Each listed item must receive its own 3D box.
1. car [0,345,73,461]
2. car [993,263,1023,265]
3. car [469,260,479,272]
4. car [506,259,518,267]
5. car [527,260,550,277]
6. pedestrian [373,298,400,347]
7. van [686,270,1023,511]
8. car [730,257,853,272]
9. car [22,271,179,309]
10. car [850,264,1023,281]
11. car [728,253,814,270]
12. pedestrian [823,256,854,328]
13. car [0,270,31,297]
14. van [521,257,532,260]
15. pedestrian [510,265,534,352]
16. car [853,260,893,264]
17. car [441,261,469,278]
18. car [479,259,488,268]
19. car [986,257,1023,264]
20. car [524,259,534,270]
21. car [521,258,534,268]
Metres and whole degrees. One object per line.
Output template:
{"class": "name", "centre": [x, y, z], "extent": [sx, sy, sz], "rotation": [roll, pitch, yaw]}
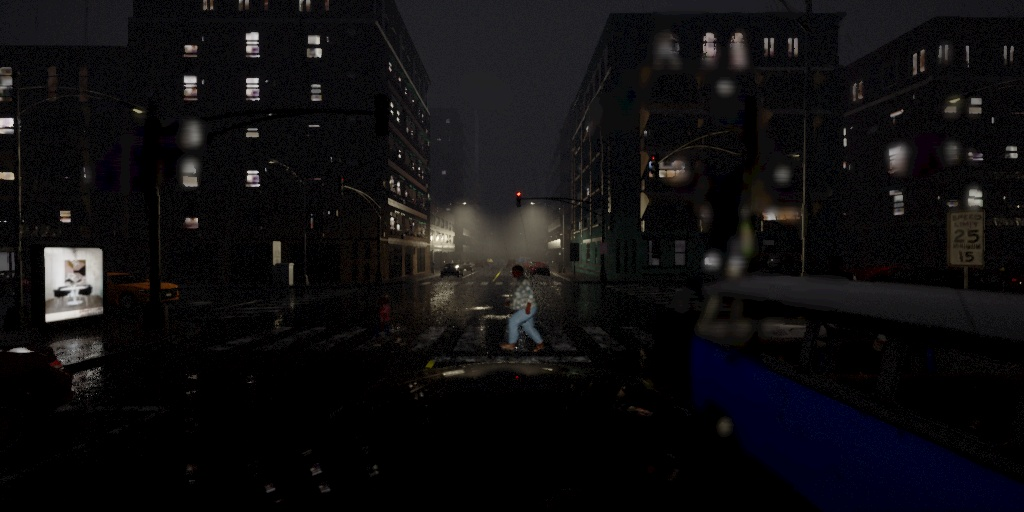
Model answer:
{"class": "car", "centre": [-5.693, 1.332, 2.208], "extent": [1.802, 1.307, 4.207], "rotation": [0, 0, 0]}
{"class": "car", "centre": [21.365, 1.032, 13.416], "extent": [4.207, 1.307, 1.802], "rotation": [0, 0, 0]}
{"class": "car", "centre": [-5.685, 1.321, 45.661], "extent": [1.948, 1.339, 4.313], "rotation": [0, 0, 0]}
{"class": "car", "centre": [0.009, 1.291, 64.056], "extent": [1.812, 1.442, 4.674], "rotation": [0, 0, 0]}
{"class": "car", "centre": [2.694, 1.333, 34.600], "extent": [1.802, 1.307, 4.207], "rotation": [0, 0, 0]}
{"class": "pedestrian", "centre": [-2.810, 1.043, 7.964], "extent": [0.375, 1.860, 0.375], "rotation": [0, 0, 0]}
{"class": "van", "centre": [2.689, 1.091, 2.206], "extent": [1.690, 1.789, 3.998], "rotation": [0, 0, 0]}
{"class": "car", "centre": [14.801, 1.004, 19.157], "extent": [4.892, 1.490, 1.837], "rotation": [-1, 0, 0]}
{"class": "car", "centre": [-17.621, 1.473, 15.724], "extent": [5.008, 1.535, 1.882], "rotation": [-1, 0, -2]}
{"class": "car", "centre": [15.795, 1.097, 13.377], "extent": [4.313, 1.339, 1.948], "rotation": [0, 0, 0]}
{"class": "car", "centre": [15.775, 0.780, 21.758], "extent": [5.009, 1.841, 2.192], "rotation": [0, 0, 0]}
{"class": "pedestrian", "centre": [6.043, 0.890, 6.734], "extent": [0.375, 1.860, 0.375], "rotation": [0, 0, 0]}
{"class": "car", "centre": [-30.258, 1.573, 21.565], "extent": [4.097, 1.591, 1.967], "rotation": [0, 0, 0]}
{"class": "van", "centre": [2.698, 1.102, 56.693], "extent": [1.690, 1.789, 3.998], "rotation": [0, 0, 0]}
{"class": "pedestrian", "centre": [0.196, 1.043, 7.366], "extent": [0.375, 1.860, 0.375], "rotation": [0, 0, 0]}
{"class": "car", "centre": [21.346, 0.930, 21.797], "extent": [4.507, 1.381, 1.888], "rotation": [0, 0, 0]}
{"class": "car", "centre": [-5.687, 1.317, 34.613], "extent": [1.948, 1.339, 4.313], "rotation": [0, 0, 0]}
{"class": "car", "centre": [-5.682, 1.310, 62.231], "extent": [1.888, 1.381, 4.507], "rotation": [0, 0, 0]}
{"class": "car", "centre": [26.152, 0.813, 19.234], "extent": [5.008, 1.535, 1.882], "rotation": [-1, 0, 0]}
{"class": "car", "centre": [2.695, 1.319, 40.123], "extent": [1.948, 1.339, 4.313], "rotation": [0, 0, 0]}
{"class": "car", "centre": [2.697, 1.303, 51.170], "extent": [1.888, 1.381, 4.507], "rotation": [0, 0, 0]}
